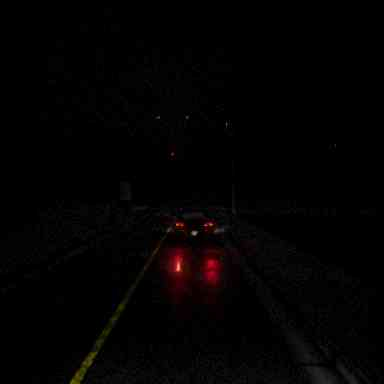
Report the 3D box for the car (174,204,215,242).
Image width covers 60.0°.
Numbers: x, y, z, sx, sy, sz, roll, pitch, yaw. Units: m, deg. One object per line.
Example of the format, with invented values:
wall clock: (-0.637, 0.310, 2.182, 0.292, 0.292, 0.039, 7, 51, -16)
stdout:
car: (0.098, 1.533, 16.169, 1.812, 1.442, 4.674, 0, 0, 0)
